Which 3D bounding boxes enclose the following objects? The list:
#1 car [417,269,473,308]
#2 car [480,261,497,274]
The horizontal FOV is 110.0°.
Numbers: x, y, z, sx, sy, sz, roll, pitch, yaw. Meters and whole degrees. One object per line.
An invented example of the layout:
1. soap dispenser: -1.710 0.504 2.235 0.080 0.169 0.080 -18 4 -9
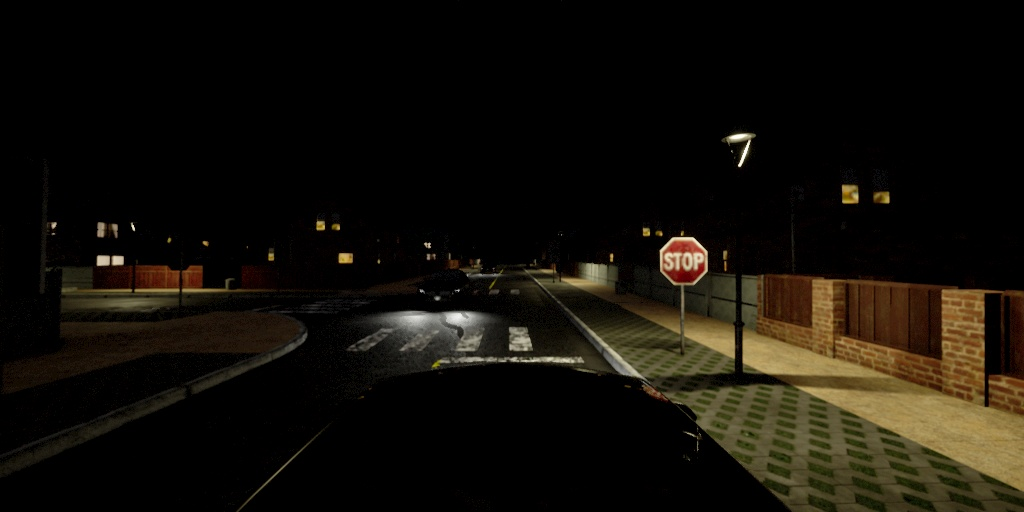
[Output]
1. car: -2.770 1.312 15.653 1.812 1.442 4.674 0 0 0
2. car: -2.812 1.366 43.595 1.837 1.490 4.892 0 0 0
